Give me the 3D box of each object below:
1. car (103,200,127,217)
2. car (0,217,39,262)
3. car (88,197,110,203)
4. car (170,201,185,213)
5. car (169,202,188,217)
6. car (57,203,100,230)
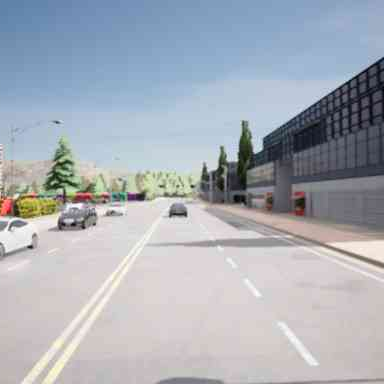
[{"bbox_3d":[-8.649,2.004,38.385,1.812,1.442,4.674,0,-1,-2],"label":"car"},{"bbox_3d":[-7.619,1.731,13.051,1.812,1.442,4.674,0,0,-3],"label":"car"},{"bbox_3d":[-25.482,2.342,92.147,4.605,1.855,1.932,0,-1,-3],"label":"car"},{"bbox_3d":[-1.979,2.069,46.628,1.994,1.385,4.181,0,-1,-2],"label":"car"},{"bbox_3d":[-1.460,1.951,35.692,1.994,1.385,4.181,0,-1,-2],"label":"car"},{"bbox_3d":[-8.100,1.815,23.975,2.128,1.511,4.902,0,-1,-2],"label":"car"}]
